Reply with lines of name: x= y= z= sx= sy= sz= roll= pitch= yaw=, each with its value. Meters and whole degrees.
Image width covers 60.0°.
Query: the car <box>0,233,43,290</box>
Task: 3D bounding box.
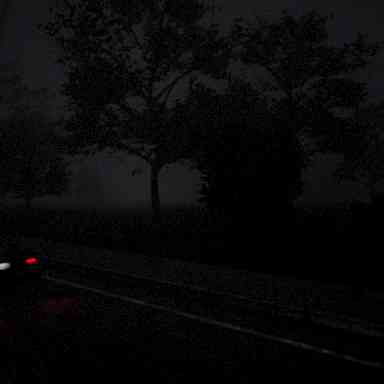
car: x=-5.850 y=1.550 z=8.164 sx=5.357 sy=1.411 sz=2.033 roll=0 pitch=0 yaw=36
